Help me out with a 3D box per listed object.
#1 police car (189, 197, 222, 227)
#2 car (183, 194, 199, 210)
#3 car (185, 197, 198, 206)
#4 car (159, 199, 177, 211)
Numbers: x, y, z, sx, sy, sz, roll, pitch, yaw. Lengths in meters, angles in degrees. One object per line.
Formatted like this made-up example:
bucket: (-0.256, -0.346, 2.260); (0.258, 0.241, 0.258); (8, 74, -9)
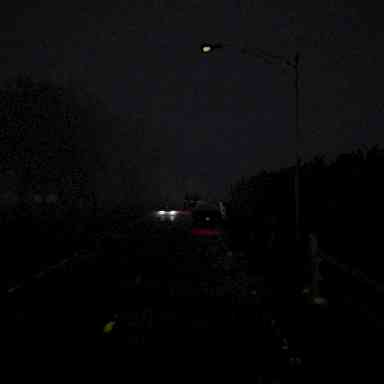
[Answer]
police car: (0.953, 1.416, 22.899); (1.930, 1.638, 5.238); (0, 0, 0)
car: (0.000, 1.211, 42.849); (2.150, 2.045, 5.566); (0, 0, 0)
car: (-0.020, 1.550, 53.682); (1.994, 1.385, 4.181); (0, 0, 0)
car: (-2.855, 1.552, 40.263); (1.994, 1.385, 4.181); (0, 0, 0)
